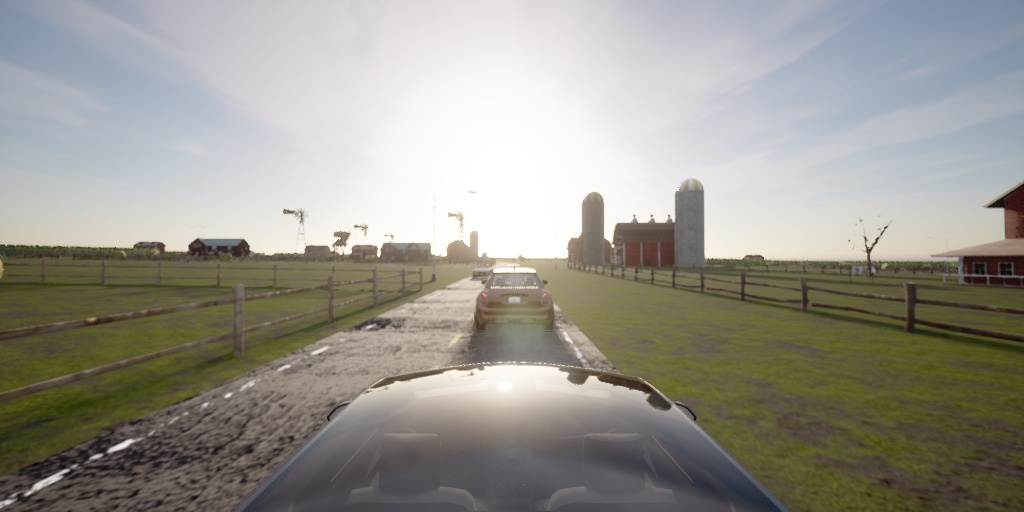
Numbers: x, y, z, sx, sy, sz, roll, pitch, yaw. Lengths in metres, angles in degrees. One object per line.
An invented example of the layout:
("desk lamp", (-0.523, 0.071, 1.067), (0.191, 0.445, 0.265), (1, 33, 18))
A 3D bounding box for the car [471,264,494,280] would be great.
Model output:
("car", (-2.839, 1.528, 35.542), (1.994, 1.385, 4.181), (0, 0, 0))

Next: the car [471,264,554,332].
("car", (0.078, 1.161, 11.302), (2.097, 1.767, 4.553), (0, 0, 0))

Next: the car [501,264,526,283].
("car", (0.103, 1.486, 31.634), (2.033, 1.411, 5.357), (0, 0, 0))
